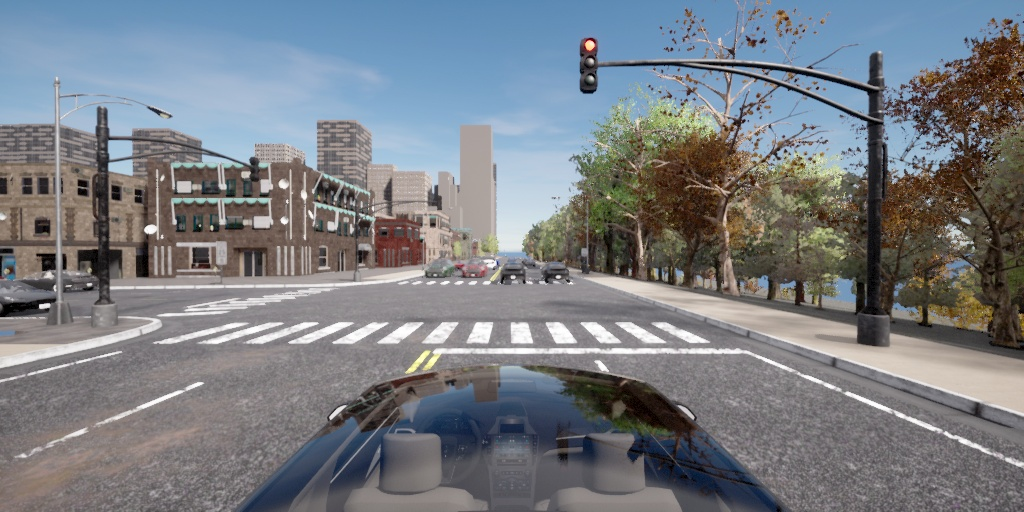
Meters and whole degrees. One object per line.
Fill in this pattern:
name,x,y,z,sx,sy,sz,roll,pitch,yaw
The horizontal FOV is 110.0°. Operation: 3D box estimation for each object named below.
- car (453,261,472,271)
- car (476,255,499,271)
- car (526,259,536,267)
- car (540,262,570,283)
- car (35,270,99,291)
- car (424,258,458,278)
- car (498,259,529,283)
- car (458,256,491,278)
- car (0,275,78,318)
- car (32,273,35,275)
car,-6.626,1.322,48.406,1.895,1.301,4.718,0,0,0
car,-3.373,0.944,50.045,2.150,2.045,5.566,0,0,0
car,3.205,1.258,63.679,2.033,1.411,5.357,0,0,0
car,3.329,1.240,28.164,1.837,1.490,4.892,0,0,0
car,-28.297,1.554,22.168,4.403,1.370,2.007,0,0,0
car,-6.627,1.084,33.226,2.097,1.767,4.553,0,0,0
car,0.079,1.240,27.764,1.837,1.490,4.892,0,0,0
car,-3.372,1.084,33.231,2.097,1.767,4.553,0,0,0
car,-19.959,1.561,13.661,4.313,1.339,1.948,0,0,0
car,-25.601,1.384,16.368,4.553,1.767,2.097,-1,1,0
